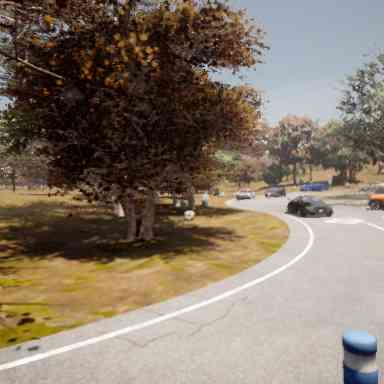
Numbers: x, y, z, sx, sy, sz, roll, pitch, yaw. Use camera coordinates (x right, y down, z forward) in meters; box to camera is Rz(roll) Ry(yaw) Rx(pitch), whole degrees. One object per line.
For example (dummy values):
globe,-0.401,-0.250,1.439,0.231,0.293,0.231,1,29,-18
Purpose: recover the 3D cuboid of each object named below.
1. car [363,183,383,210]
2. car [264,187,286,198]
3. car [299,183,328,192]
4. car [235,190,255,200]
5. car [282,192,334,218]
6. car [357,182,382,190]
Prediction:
car,15.440,0.414,24.203,4.553,1.767,2.097,-1,2,44
car,11.818,0.019,47.252,2.128,1.511,4.902,-2,2,34
car,21.225,-0.802,58.169,5.008,1.535,1.882,-3,2,-14
car,7.233,0.377,45.327,1.895,1.301,4.718,-2,2,21
car,8.172,0.958,23.310,1.994,1.385,4.181,-2,2,-3
car,30.266,-0.979,55.669,4.674,1.442,1.812,-1,2,10
